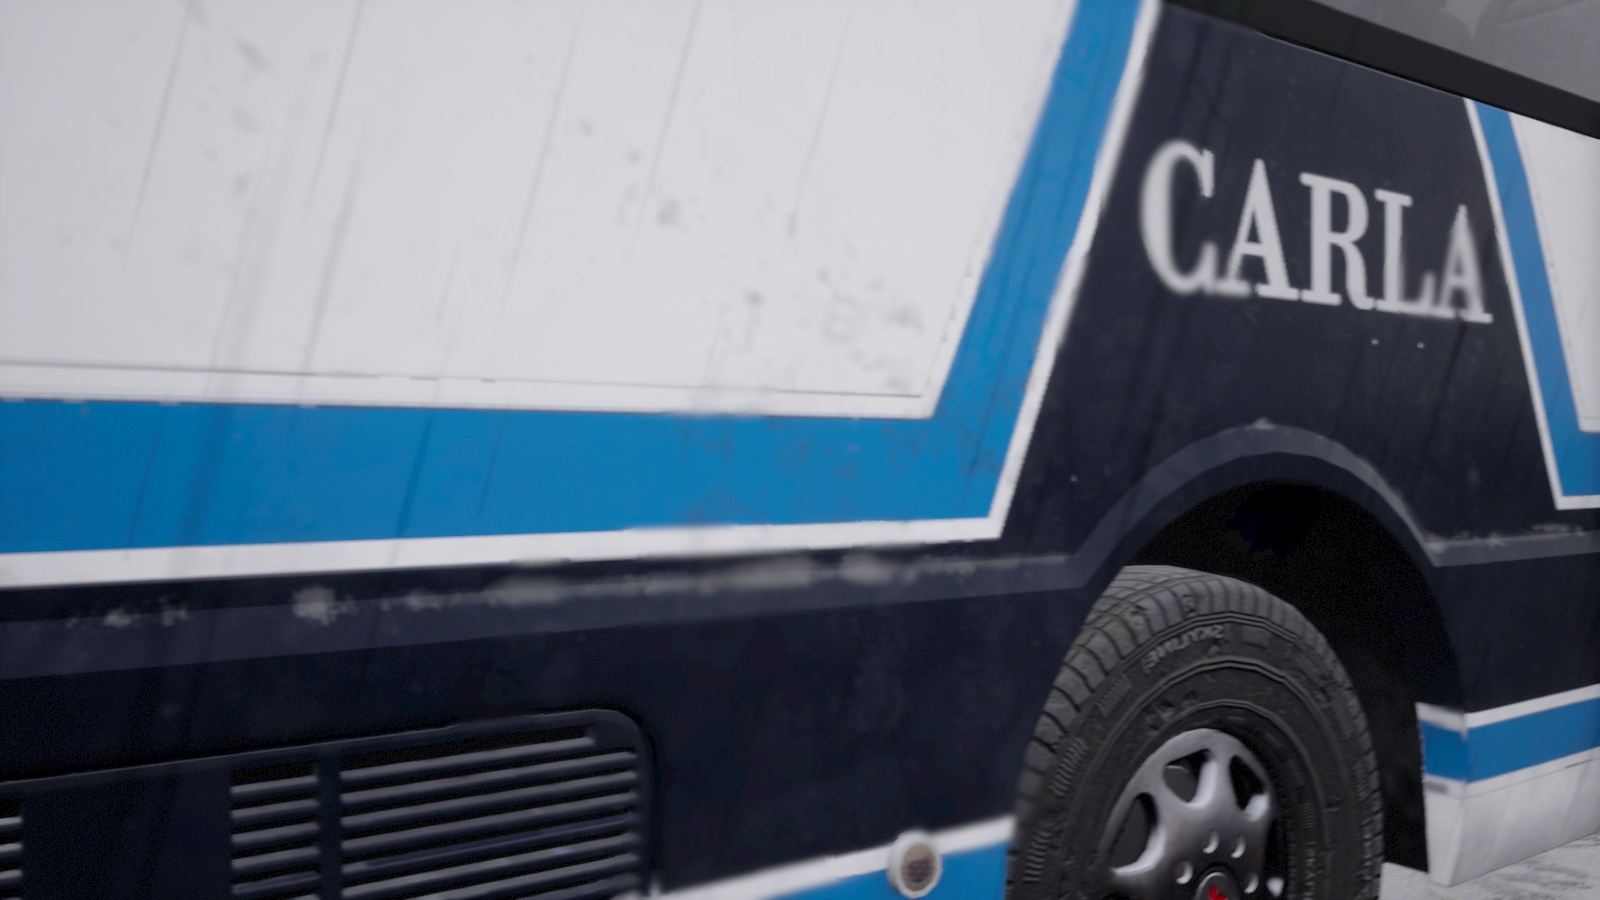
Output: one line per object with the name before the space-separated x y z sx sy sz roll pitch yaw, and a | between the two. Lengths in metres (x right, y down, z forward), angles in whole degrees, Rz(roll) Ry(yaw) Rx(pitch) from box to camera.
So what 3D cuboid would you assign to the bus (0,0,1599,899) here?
bus | -2.223 -0.622 2.117 10.273 4.253 3.944 0 0 -35
